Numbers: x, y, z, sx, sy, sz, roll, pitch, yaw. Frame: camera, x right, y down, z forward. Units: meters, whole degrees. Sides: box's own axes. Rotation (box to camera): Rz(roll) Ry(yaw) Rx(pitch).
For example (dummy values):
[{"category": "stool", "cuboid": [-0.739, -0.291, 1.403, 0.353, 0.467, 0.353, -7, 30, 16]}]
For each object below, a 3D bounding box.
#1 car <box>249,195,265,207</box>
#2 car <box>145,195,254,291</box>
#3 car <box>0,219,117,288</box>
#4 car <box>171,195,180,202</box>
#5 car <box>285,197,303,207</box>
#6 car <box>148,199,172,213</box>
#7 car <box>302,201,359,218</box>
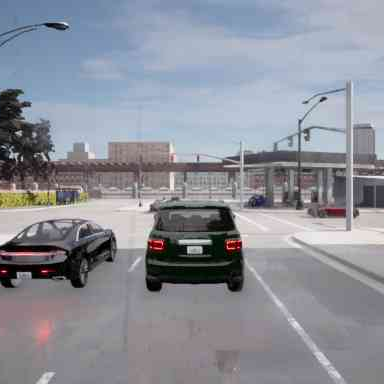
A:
[{"category": "car", "cuboid": [9.649, 1.295, 49.338, 2.242, 1.667, 4.611, 0, 0, 0]}, {"category": "car", "cuboid": [0.073, 1.221, 9.153, 2.150, 2.045, 5.566, 0, 0, 0]}, {"category": "car", "cuboid": [-3.431, 1.492, 9.238, 2.128, 1.511, 4.902, 0, 0, 0]}, {"category": "car", "cuboid": [-3.592, 1.500, 74.234, 1.837, 1.490, 4.892, 0, 0, 0]}, {"category": "car", "cuboid": [15.393, 1.456, 50.107, 1.970, 1.475, 3.806, 0, 0, 0]}, {"category": "car", "cuboid": [-3.631, 1.564, 38.210, 1.994, 1.385, 4.181, 0, 0, 4]}, {"category": "car", "cuboid": [12.354, 1.564, 29.210, 4.181, 1.385, 1.994, 0, 0, -1]}]
